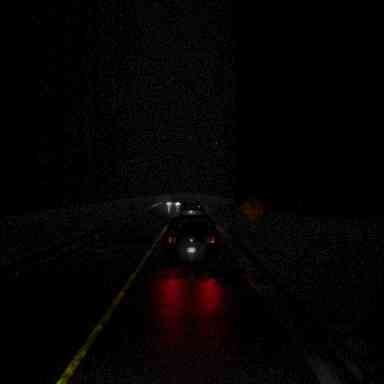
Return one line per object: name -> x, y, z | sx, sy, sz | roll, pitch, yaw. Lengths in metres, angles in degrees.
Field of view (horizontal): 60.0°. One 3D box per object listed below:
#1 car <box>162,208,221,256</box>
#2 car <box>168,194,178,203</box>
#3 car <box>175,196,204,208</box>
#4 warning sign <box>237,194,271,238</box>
car -> -0.001, 1.515, 12.620 | 1.895, 1.301, 4.718 | 0, 0, 0
car -> -3.214, 1.171, 58.913 | 1.837, 1.490, 4.892 | 0, 1, 0
car -> -0.039, 1.310, 28.233 | 2.128, 1.511, 4.902 | 0, 0, 1
warning sign -> 2.670, 1.018, 14.511 | 1.300, 1.860, 1.060 | 0, 0, 0
